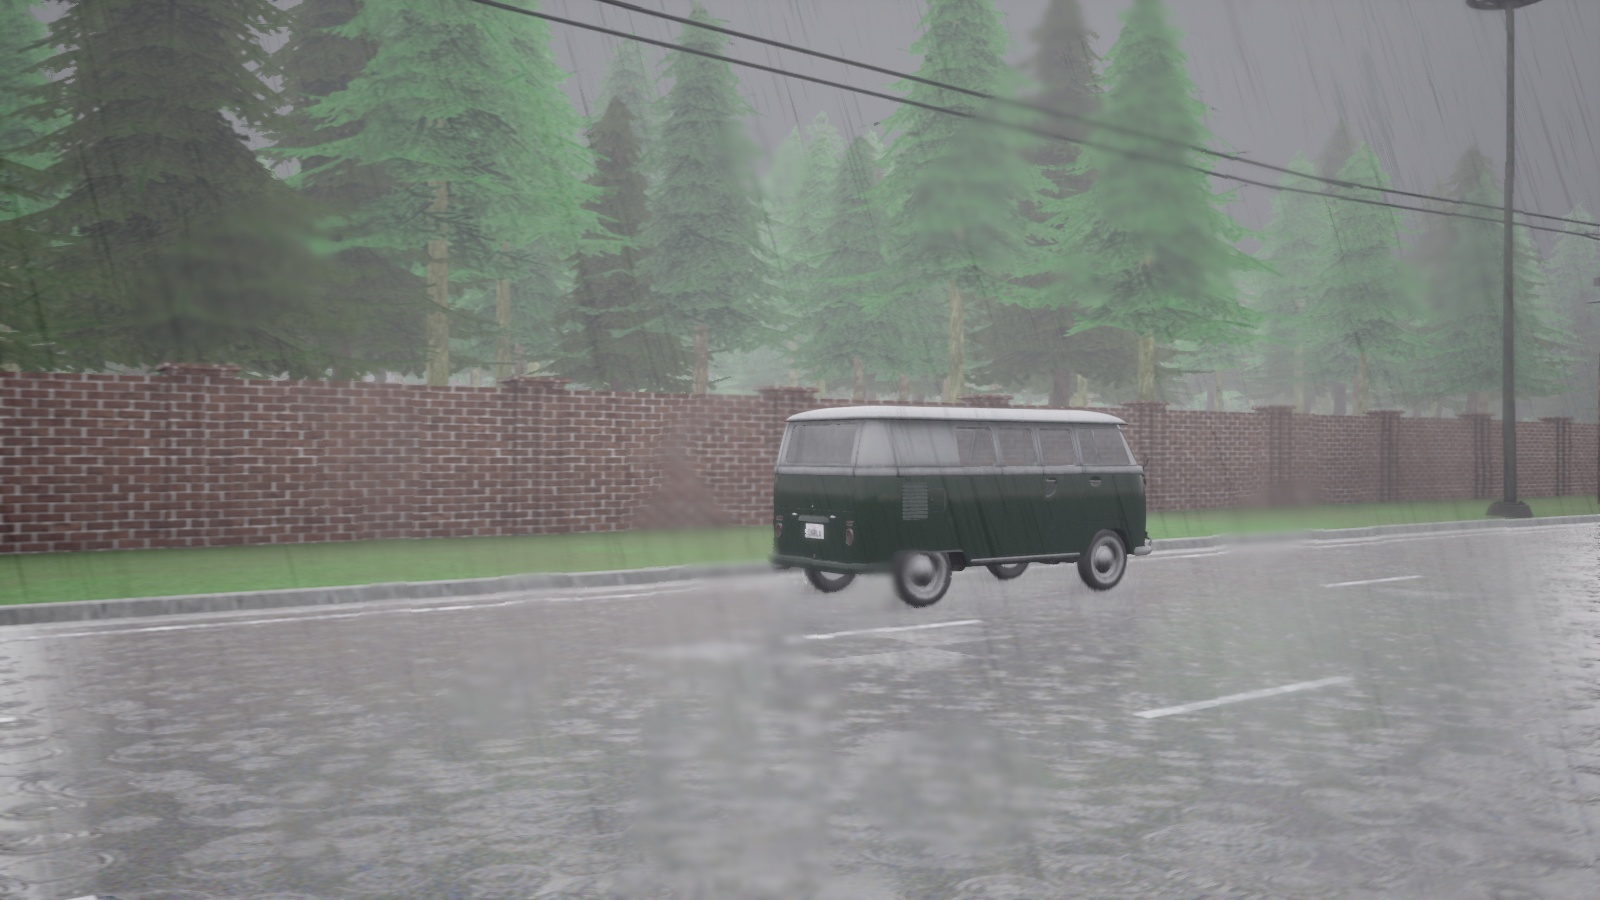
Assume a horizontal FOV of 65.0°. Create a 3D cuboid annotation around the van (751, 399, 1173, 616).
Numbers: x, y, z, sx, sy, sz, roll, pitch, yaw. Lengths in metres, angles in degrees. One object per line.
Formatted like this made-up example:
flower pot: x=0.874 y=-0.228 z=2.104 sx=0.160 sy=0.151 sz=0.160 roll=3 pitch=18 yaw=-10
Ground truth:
van: x=1.830 y=0.527 z=13.462 sx=4.442 sy=1.987 sz=1.775 roll=0 pitch=0 yaw=-35
